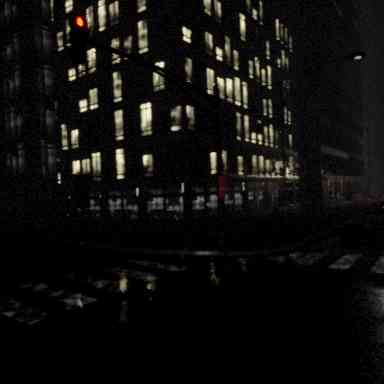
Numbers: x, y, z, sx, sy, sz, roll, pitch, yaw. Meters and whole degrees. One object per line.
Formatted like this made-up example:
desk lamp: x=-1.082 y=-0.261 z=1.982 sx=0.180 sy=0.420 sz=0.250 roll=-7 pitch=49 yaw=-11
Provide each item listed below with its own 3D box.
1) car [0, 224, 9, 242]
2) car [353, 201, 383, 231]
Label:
car: x=-10.954 y=1.783 z=16.603 sx=4.829 sy=1.417 sz=1.752 roll=-2 pitch=0 yaw=37
car: x=10.263 y=1.344 z=18.778 sx=1.752 sy=1.417 sz=4.829 roll=-3 pitch=-1 yaw=36
